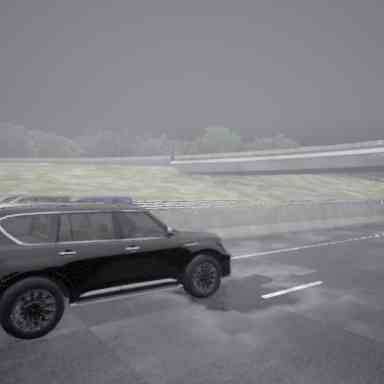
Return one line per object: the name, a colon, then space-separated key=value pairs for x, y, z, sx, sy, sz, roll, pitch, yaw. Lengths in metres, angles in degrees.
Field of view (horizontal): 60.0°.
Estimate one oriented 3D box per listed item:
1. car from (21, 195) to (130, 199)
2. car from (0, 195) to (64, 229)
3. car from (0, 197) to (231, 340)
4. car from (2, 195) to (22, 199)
car: x=-5.482 y=1.224 z=17.277 sx=5.566 sy=2.045 sz=2.150 roll=0 pitch=0 yaw=-36
car: x=-11.464 y=1.223 z=21.609 sx=5.566 sy=2.045 sz=2.150 roll=0 pitch=0 yaw=-35
car: x=-1.758 y=1.223 z=6.791 sx=5.566 sy=2.045 sz=2.150 roll=0 pitch=0 yaw=-35
car: x=-9.207 y=1.223 z=18.919 sx=5.566 sy=2.045 sz=2.150 roll=0 pitch=0 yaw=-35
